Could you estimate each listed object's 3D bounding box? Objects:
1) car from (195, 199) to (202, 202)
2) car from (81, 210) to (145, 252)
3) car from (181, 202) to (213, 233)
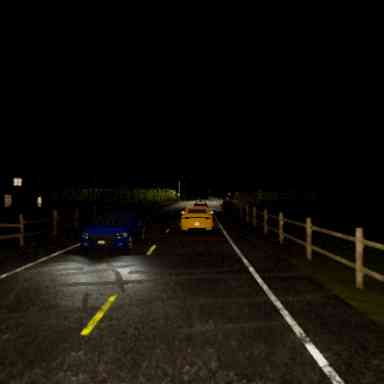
[{"bbox_3d":[1.278,2.015,47.497,1.895,1.301,4.718,0,0,3],"label":"car"},{"bbox_3d":[-3.333,1.608,14.819,1.882,1.535,5.008,0,-1,1],"label":"car"},{"bbox_3d":[0.335,1.669,21.210,1.882,1.535,5.008,0,0,1],"label":"car"}]
